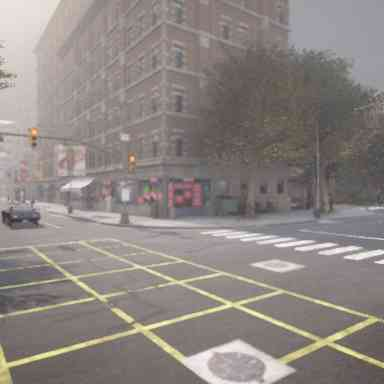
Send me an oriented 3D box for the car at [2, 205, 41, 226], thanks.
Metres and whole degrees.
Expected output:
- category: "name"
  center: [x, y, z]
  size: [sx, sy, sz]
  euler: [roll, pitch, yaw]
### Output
- category: "car"
  center: [-12.078, 1.586, 23.338]
  size: [1.895, 1.301, 4.718]
  euler: [0, 0, -36]
